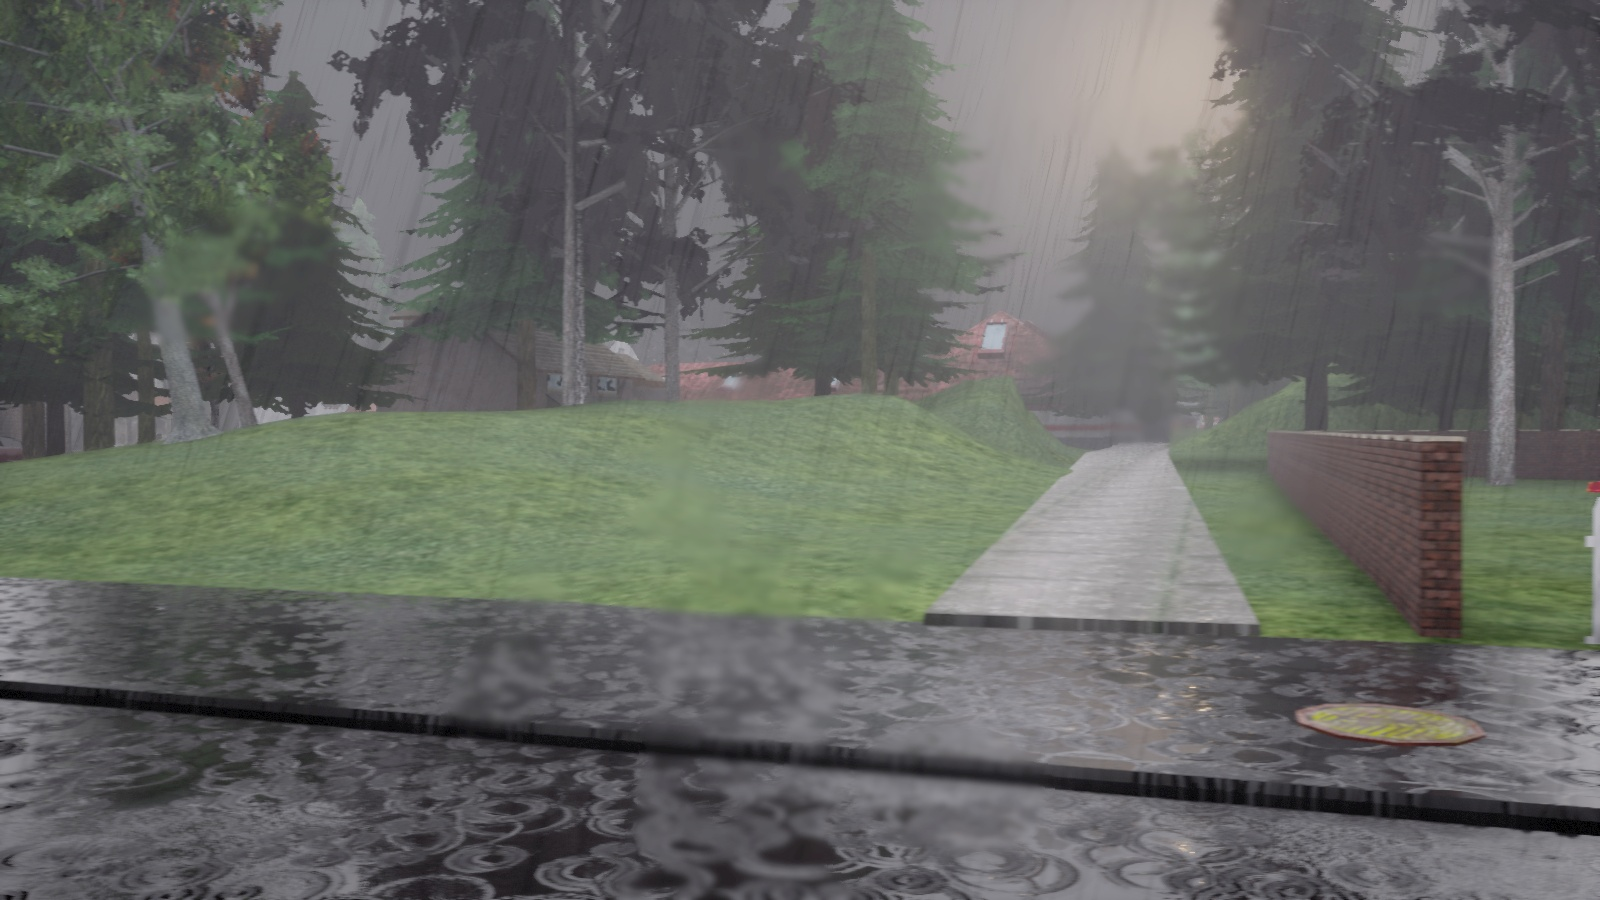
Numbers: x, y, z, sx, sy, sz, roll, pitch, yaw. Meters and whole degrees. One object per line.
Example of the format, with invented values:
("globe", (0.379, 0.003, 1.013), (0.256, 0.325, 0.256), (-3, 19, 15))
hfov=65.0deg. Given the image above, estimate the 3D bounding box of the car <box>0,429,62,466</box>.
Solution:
("car", (-33.373, -0.130, 51.854), (2.163, 1.488, 4.792), (1, 1, 18))
